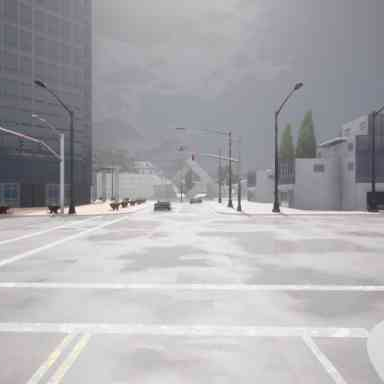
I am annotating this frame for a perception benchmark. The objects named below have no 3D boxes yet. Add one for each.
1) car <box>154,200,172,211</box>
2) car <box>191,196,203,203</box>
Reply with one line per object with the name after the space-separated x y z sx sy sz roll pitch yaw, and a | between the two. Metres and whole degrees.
-3.606 1.601 41.512 1.895 1.301 4.718 0 0 0 | car
0.998 1.563 66.668 1.994 1.385 4.181 0 0 10 | car
